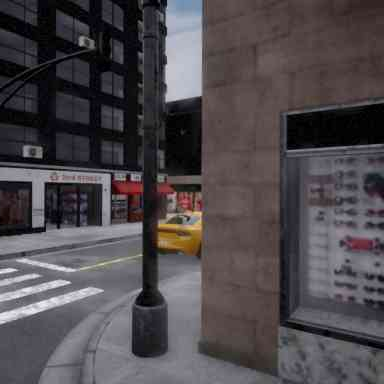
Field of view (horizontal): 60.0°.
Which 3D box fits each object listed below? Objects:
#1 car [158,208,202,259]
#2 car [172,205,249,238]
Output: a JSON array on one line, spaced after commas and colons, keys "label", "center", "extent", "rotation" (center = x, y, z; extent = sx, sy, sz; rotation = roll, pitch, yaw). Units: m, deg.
[{"label": "car", "center": [0.465, 1.501, 12.864], "extent": [1.882, 1.535, 5.008], "rotation": [0, 0, 33]}, {"label": "car", "center": [1.276, 1.571, 19.268], "extent": [2.033, 1.411, 5.357], "rotation": [0, 0, 33]}]
